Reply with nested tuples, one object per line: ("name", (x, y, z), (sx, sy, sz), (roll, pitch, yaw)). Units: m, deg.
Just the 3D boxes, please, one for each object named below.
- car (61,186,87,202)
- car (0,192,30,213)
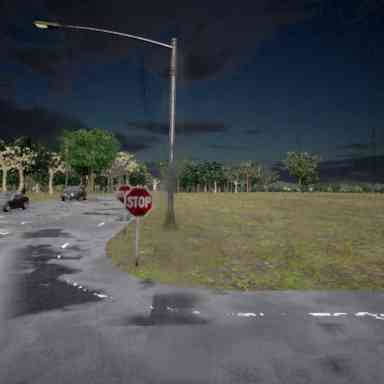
("car", (-15.694, 0.190, 44.500), (2.150, 2.045, 5.566), (1, 1, -4))
("car", (-14.578, 0.801, 26.226), (2.128, 1.511, 4.902), (1, 1, -3))
